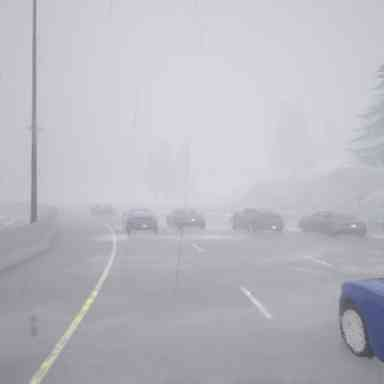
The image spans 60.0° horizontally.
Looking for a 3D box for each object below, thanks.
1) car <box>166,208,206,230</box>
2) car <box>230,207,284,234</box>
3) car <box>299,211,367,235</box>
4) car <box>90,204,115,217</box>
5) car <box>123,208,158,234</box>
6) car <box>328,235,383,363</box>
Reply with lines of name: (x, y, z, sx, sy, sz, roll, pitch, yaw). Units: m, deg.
car: (-0.523, 1.819, 23.641, 1.994, 1.385, 4.181, 0, -1, -17)
car: (3.928, 1.723, 20.848, 1.837, 1.490, 4.892, 0, -1, -15)
car: (7.949, 1.759, 19.191, 1.994, 1.385, 4.181, 0, -1, -12)
car: (-10.064, 2.013, 37.086, 1.895, 1.301, 4.718, 0, -1, -28)
car: (-3.320, 1.756, 20.943, 1.812, 1.442, 4.674, 0, -1, -16)
car: (3.275, 1.508, 3.123, 1.882, 1.535, 5.008, 0, -1, -3)
